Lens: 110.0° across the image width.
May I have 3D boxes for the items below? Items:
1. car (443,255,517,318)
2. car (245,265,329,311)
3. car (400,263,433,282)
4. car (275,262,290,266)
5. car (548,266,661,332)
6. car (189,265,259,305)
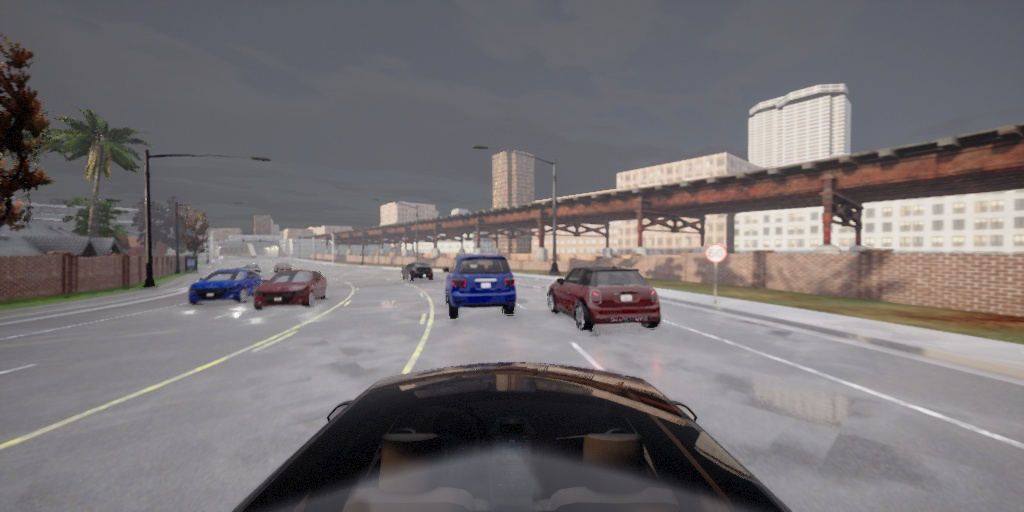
[{"bbox_3d":[-1.334,0.977,13.385,2.150,2.045,5.566,0,0,-12],"label":"car"},{"bbox_3d":[-9.320,1.322,15.519,1.882,1.535,5.008,0,0,-17],"label":"car"},{"bbox_3d":[-8.171,1.321,30.620,1.837,1.490,4.892,-1,0,-30],"label":"car"},{"bbox_3d":[-32.542,1.657,51.053,1.882,1.535,5.008,-1,0,-38],"label":"car"},{"bbox_3d":[2.562,1.073,11.092,2.097,1.767,4.553,-1,0,-8],"label":"car"},{"bbox_3d":[-13.634,1.383,17.454,1.882,1.535,5.008,0,0,-21],"label":"car"}]
